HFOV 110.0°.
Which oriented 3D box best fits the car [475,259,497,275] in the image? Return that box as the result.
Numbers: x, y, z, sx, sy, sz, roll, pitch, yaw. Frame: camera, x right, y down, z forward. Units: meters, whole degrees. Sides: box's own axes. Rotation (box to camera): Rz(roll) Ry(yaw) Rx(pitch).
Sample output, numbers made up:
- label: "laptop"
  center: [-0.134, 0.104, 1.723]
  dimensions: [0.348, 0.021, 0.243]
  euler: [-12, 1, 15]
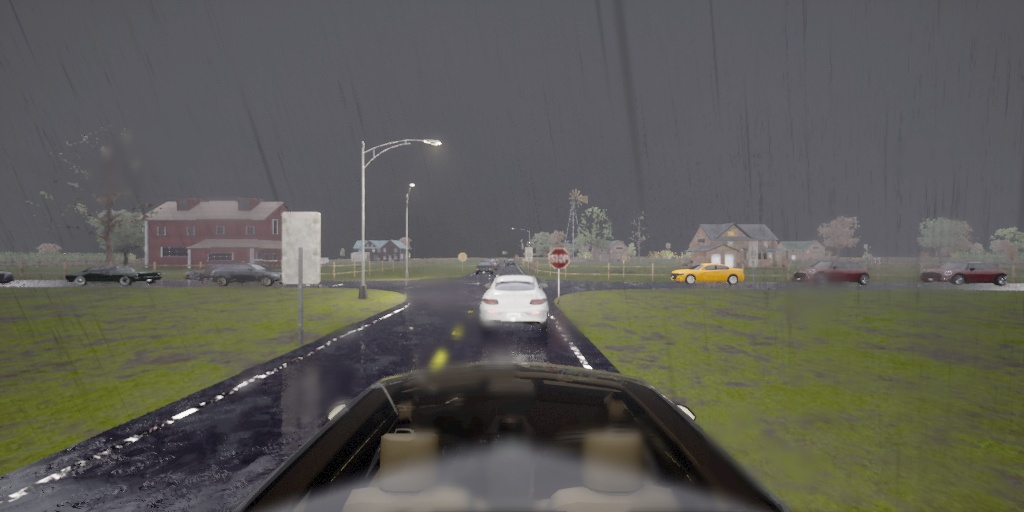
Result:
- label: "car"
  center: [-2.981, 1.318, 39.684]
  dimensions: [2.033, 1.411, 5.357]
  euler: [0, 0, -1]

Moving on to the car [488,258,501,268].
- label: "car"
  center: [-3.044, 1.126, 50.133]
  dimensions: [2.097, 1.767, 4.553]
  euler: [0, 0, 0]

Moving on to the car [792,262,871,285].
- label: "car"
  center: [23.680, 1.203, 26.725]
  dimensions: [4.553, 1.767, 2.097]
  euler: [0, 0, 0]

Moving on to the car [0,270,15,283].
- label: "car"
  center: [-36.384, 1.230, 23.995]
  dimensions: [4.181, 1.385, 1.994]
  euler: [0, 0, 1]

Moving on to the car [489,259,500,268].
- label: "car"
  center: [-3.070, 1.280, 64.451]
  dimensions: [1.837, 1.490, 4.892]
  euler: [0, 0, 0]

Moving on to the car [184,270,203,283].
- label: "car"
  center: [-21.157, 1.249, 26.765]
  dimensions: [5.357, 1.411, 2.033]
  euler: [0, 0, 2]

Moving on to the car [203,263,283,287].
- label: "car"
  center: [-17.313, 1.242, 23.923]
  dimensions: [4.674, 1.442, 1.812]
  euler: [0, 0, 0]

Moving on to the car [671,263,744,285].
- label: "car"
  center: [14.504, 1.293, 26.755]
  dimensions: [5.008, 1.535, 1.882]
  euler: [0, 0, 0]

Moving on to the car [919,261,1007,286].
- label: "car"
  center: [33.432, 1.245, 26.680]
  dimensions: [4.553, 1.767, 2.097]
  euler: [0, 0, 0]

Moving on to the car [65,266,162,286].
- label: "car"
  center: [-26.430, 1.292, 23.947]
  dimensions: [4.718, 1.301, 1.895]
  euler: [0, 0, 0]

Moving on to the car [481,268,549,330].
- label: "car"
  center: [0.118, 1.282, 11.063]
  dimensions: [1.812, 1.442, 4.674]
  euler: [0, 0, 2]
